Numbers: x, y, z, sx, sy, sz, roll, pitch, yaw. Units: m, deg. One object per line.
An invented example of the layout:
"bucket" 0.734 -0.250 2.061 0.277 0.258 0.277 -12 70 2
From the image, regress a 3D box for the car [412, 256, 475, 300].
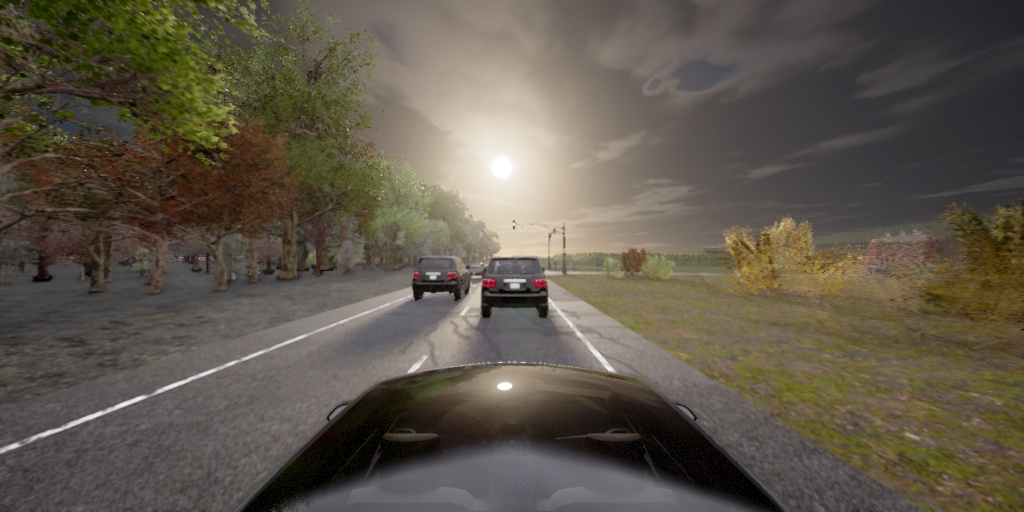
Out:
"car" -3.404 1.031 18.129 2.150 2.045 5.566 0 -1 0

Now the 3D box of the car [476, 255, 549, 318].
"car" 0.094 1.012 13.300 2.150 2.045 5.566 0 -1 0
